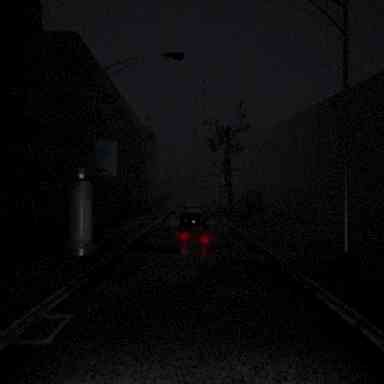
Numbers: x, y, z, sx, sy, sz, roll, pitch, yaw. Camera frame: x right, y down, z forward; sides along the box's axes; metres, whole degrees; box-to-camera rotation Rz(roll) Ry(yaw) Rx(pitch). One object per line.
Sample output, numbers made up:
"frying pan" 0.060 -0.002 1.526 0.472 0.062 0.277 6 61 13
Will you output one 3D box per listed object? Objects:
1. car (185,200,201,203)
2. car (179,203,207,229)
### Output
"car" 0.109 1.706 41.023 1.882 1.535 5.008 0 1 0
"car" 0.090 1.746 23.548 1.812 1.442 4.674 0 -1 0
